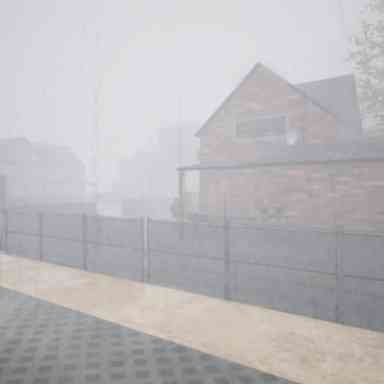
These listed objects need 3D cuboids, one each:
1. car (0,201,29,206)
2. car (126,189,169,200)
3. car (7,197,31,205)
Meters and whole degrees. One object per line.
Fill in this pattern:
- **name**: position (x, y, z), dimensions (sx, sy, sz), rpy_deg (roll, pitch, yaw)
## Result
- **car**: position (-13.287, 1.502, 21.035), dimensions (1.895, 1.301, 4.718), rpy_deg (1, 2, 36)
- **car**: position (-4.917, 0.675, 37.362), dimensions (2.150, 2.045, 5.566), rpy_deg (1, 2, 35)
- **car**: position (-14.189, 1.183, 24.329), dimensions (2.097, 1.767, 4.553), rpy_deg (1, 2, 35)
